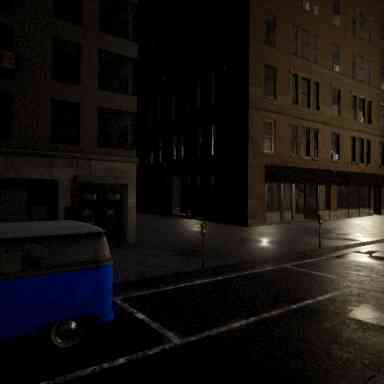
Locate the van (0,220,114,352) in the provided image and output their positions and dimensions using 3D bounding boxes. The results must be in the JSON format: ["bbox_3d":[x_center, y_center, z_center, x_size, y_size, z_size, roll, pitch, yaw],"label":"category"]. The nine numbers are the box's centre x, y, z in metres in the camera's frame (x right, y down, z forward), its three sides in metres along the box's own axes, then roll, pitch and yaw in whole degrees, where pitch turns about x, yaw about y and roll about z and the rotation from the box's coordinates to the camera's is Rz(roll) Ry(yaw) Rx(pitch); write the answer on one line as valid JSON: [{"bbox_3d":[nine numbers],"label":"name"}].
[{"bbox_3d":[-3.091,1.341,4.548,3.998,1.788,1.690,0,1,-36],"label":"van"}]
